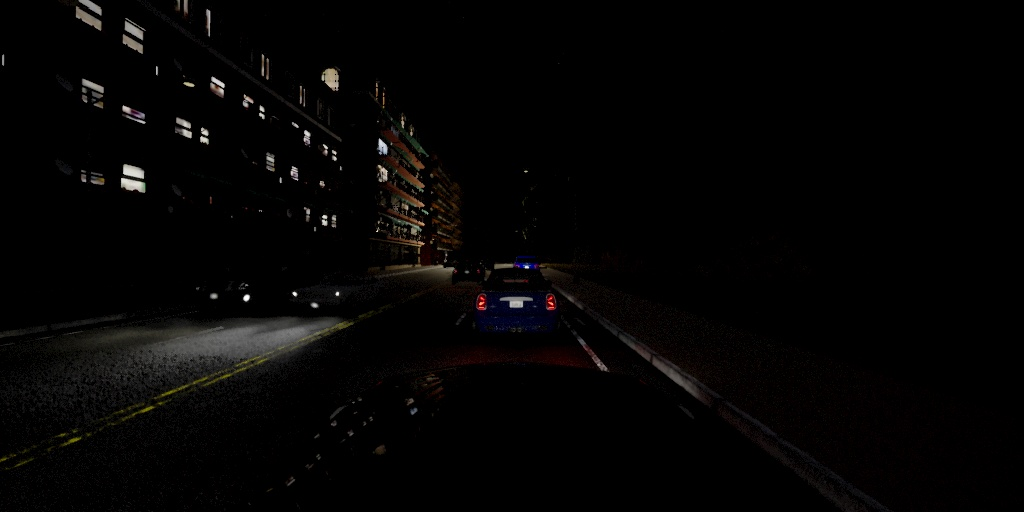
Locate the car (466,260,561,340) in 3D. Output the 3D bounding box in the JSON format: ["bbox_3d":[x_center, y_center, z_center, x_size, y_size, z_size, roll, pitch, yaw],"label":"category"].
[{"bbox_3d":[0.103,1.103,10.177,2.097,1.767,4.553,0,0,0],"label":"car"}]

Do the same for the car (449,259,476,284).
[{"bbox_3d":[-3.132,1.108,26.634,2.097,1.767,4.553,0,0,-2],"label":"car"}]

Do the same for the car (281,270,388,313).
[{"bbox_3d":[-6.593,1.353,14.211,1.895,1.301,4.718,0,0,0],"label":"car"}]

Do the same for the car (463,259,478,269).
[{"bbox_3d":[-6.559,1.257,57.721,1.837,1.490,4.892,0,0,0],"label":"car"}]

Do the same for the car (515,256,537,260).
[{"bbox_3d":[1.151,0.979,30.130,2.150,2.045,5.566,0,0,0],"label":"car"}]

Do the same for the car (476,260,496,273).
[{"bbox_3d":[-3.128,1.245,44.783,2.128,1.511,4.902,0,0,0],"label":"car"}]

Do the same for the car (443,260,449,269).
[{"bbox_3d":[-9.809,1.300,57.780,2.033,1.411,5.357,0,0,0],"label":"car"}]

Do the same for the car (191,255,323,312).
[{"bbox_3d":[-9.845,0.973,14.604,2.150,2.045,5.566,0,0,0],"label":"car"}]
